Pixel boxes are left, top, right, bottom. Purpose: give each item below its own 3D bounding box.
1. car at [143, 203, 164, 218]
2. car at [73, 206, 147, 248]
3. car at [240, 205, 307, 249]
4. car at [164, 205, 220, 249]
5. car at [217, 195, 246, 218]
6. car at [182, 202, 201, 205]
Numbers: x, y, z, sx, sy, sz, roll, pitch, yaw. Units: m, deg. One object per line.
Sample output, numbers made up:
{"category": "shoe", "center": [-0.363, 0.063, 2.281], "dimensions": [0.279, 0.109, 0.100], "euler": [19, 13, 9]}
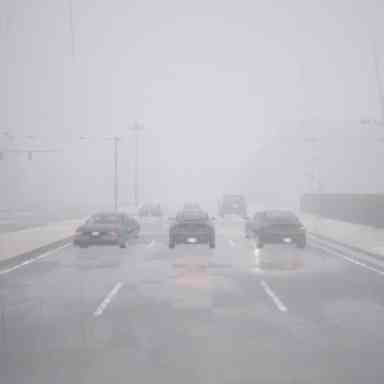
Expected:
{"category": "car", "center": [-3.511, 1.615, 29.656], "dimensions": [1.895, 1.301, 4.718], "euler": [0, 0, 0]}
{"category": "car", "center": [-3.500, 1.561, 14.589], "dimensions": [2.033, 1.411, 5.357], "euler": [0, 0, 0]}
{"category": "car", "center": [3.500, 1.515, 14.589], "dimensions": [1.837, 1.490, 4.892], "euler": [0, 0, 0]}
{"category": "car", "center": [0.000, 1.515, 14.589], "dimensions": [1.837, 1.490, 4.892], "euler": [0, 0, 0]}
{"category": "car", "center": [3.489, 1.256, 29.701], "dimensions": [2.150, 2.045, 5.566], "euler": [0, 0, 0]}
{"category": "car", "center": [-0.011, 1.571, 29.648], "dimensions": [1.994, 1.385, 4.181], "euler": [0, 0, 0]}
